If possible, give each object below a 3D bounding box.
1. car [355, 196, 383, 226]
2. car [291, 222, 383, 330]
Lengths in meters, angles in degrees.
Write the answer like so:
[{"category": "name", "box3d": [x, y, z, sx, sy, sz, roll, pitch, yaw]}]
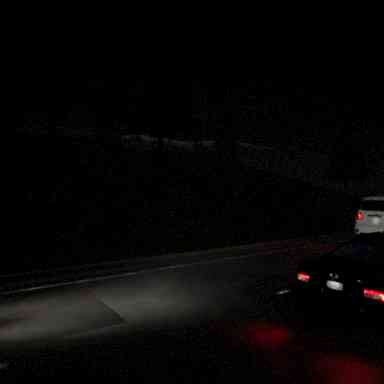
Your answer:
[{"category": "car", "box3d": [9.361, 1.181, 14.446, 5.566, 2.045, 2.150, 0, 0, -34]}, {"category": "car", "box3d": [4.321, 1.529, 6.732, 5.357, 1.411, 2.033, 0, 0, -35]}]
